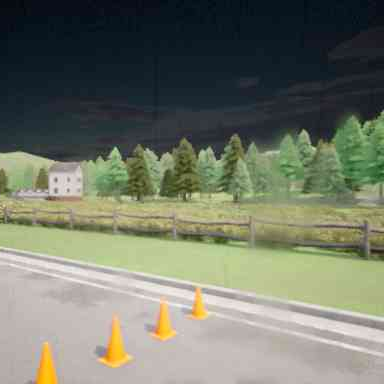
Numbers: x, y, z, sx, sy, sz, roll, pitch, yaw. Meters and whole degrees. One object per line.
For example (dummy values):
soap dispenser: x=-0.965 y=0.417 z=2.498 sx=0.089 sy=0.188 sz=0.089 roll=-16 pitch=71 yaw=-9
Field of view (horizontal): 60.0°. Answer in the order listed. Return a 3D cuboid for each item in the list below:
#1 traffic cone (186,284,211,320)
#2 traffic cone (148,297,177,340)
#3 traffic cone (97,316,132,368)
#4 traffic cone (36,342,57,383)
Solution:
traffic cone: x=0.115 y=1.996 z=6.161 sx=0.340 sy=0.580 sz=0.340 roll=0 pitch=0 yaw=36
traffic cone: x=-0.468 y=1.993 z=5.348 sx=0.340 sy=0.580 sz=0.340 roll=0 pitch=0 yaw=36
traffic cone: x=-1.050 y=1.990 z=4.535 sx=0.340 sy=0.580 sz=0.340 roll=0 pitch=0 yaw=36
traffic cone: x=-1.633 y=1.986 z=3.722 sx=0.340 sy=0.580 sz=0.340 roll=0 pitch=0 yaw=36
